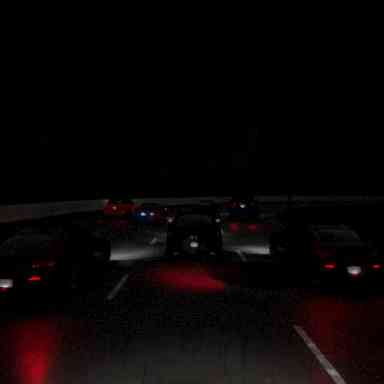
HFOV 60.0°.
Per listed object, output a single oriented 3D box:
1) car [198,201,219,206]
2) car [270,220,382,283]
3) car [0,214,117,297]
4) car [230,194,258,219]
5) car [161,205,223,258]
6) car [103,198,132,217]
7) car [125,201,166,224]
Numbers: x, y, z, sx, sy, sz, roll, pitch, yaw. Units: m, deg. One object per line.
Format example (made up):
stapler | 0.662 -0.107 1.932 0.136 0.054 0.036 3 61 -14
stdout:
car | 1.432 1.523 30.706 1.812 1.442 4.674 0 0 12
car | 3.564 1.525 9.573 1.812 1.442 4.674 0 0 0
car | -3.444 1.525 8.466 1.812 1.442 4.674 0 0 0
car | 4.516 1.219 28.883 2.150 2.045 5.566 0 0 11
car | 0.079 1.476 12.740 1.882 1.535 5.008 0 0 0
car | -6.095 1.349 29.539 2.097 1.767 4.553 0 0 8
car | -3.063 1.545 24.961 2.033 1.411 5.357 0 0 6
